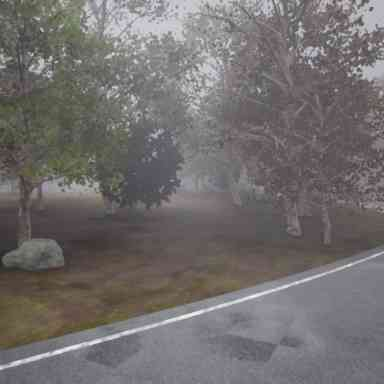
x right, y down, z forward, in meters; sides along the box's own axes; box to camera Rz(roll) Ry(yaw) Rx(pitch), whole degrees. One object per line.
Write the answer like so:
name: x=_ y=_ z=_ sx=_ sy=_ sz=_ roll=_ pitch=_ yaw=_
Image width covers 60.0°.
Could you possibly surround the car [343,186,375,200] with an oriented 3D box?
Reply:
car: x=16.764 y=0.143 z=34.175 sx=1.812 sy=1.442 sz=4.674 roll=-4 pitch=3 yaw=-12
